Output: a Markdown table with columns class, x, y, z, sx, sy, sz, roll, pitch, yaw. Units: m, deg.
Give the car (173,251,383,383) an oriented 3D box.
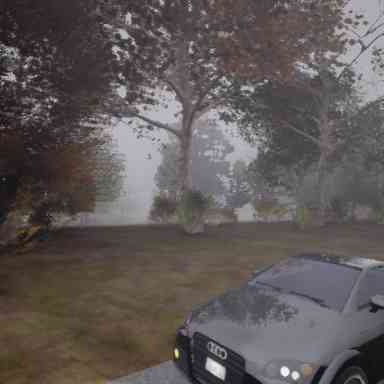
| class | x | y | z | sx | sy | sz | roll | pitch | yaw |
| --- | --- | --- | --- | --- | --- | --- | --- | --- | --- |
| car | 1.830 | 1.575 | 4.504 | 4.181 | 1.385 | 1.994 | 0 | 0 | -37 |
